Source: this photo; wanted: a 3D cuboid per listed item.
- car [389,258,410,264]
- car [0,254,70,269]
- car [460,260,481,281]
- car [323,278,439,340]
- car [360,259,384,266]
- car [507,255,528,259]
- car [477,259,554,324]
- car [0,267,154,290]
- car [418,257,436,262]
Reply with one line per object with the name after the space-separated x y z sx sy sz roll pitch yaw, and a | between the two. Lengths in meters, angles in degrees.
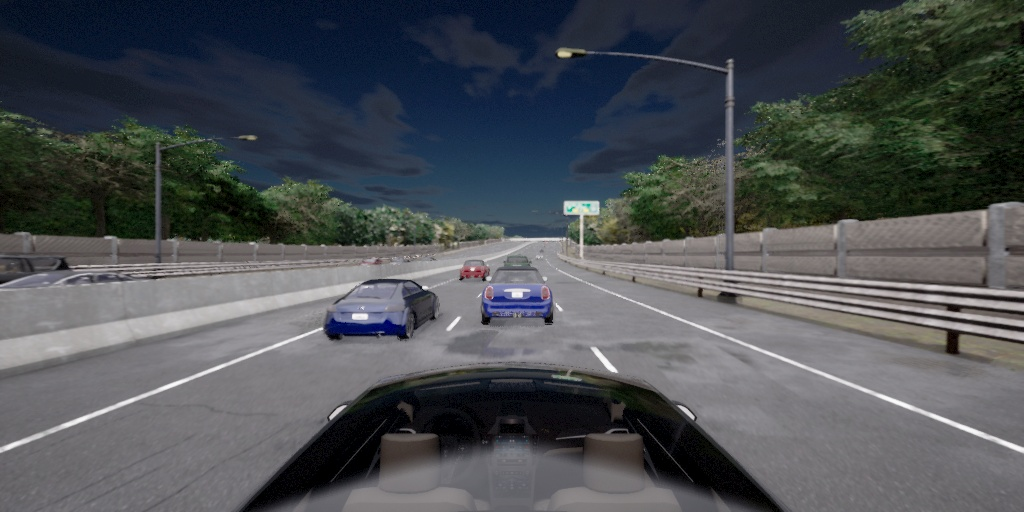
-16.445 1.047 52.580 2.128 1.511 4.902 0 1 3 | car
-17.547 0.960 11.265 2.150 2.045 5.566 0 0 1 | car
-3.028 1.087 30.076 2.097 1.767 4.553 0 0 1 | car
-3.355 1.309 9.958 1.994 1.385 4.181 0 0 0 | car
-19.997 1.095 51.378 1.812 1.442 4.674 0 1 3 | car
0.456 0.960 29.579 2.150 2.045 5.566 0 0 1 | car
0.166 1.098 12.109 2.097 1.767 4.553 0 0 1 | car
-14.042 1.231 11.207 2.128 1.511 4.902 0 0 1 | car
-12.863 0.887 54.129 2.097 1.767 4.553 0 1 3 | car
